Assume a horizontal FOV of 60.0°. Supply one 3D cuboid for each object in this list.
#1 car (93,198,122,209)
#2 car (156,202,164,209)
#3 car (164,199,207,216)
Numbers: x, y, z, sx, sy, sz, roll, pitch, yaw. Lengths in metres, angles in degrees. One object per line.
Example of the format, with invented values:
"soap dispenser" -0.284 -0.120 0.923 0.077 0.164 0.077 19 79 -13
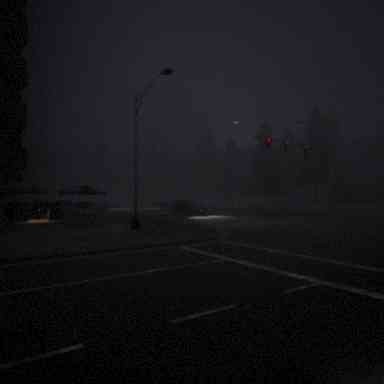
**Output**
"car" -11.793 1.513 45.965 4.674 1.442 1.812 0 0 34
"car" -2.618 1.602 42.158 1.895 1.301 4.718 0 0 -39
"car" -0.495 1.495 32.980 1.837 1.490 4.892 0 0 -36
